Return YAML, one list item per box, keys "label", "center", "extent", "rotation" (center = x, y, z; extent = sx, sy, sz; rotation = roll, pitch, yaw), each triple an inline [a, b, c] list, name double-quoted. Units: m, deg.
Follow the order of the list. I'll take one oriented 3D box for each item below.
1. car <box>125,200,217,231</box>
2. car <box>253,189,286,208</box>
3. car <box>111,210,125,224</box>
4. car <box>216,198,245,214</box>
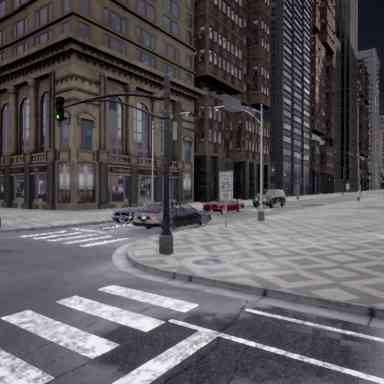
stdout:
- label: "car"
  center: [-0.984, 1.326, 18.836]
  extent: [2.033, 1.411, 5.357]
  rotation: [0, 1, 35]
- label: "car"
  center: [8.998, 0.697, 38.346]
  extent: [2.150, 2.045, 5.566]
  rotation: [0, 1, 36]
- label: "car"
  center: [-2.943, 1.351, 21.606]
  extent: [1.895, 1.301, 4.718]
  rotation: [0, 1, 36]
- label: "car"
  center: [2.859, 1.218, 29.740]
  extent: [1.895, 1.301, 4.718]
  rotation: [0, 1, 35]
